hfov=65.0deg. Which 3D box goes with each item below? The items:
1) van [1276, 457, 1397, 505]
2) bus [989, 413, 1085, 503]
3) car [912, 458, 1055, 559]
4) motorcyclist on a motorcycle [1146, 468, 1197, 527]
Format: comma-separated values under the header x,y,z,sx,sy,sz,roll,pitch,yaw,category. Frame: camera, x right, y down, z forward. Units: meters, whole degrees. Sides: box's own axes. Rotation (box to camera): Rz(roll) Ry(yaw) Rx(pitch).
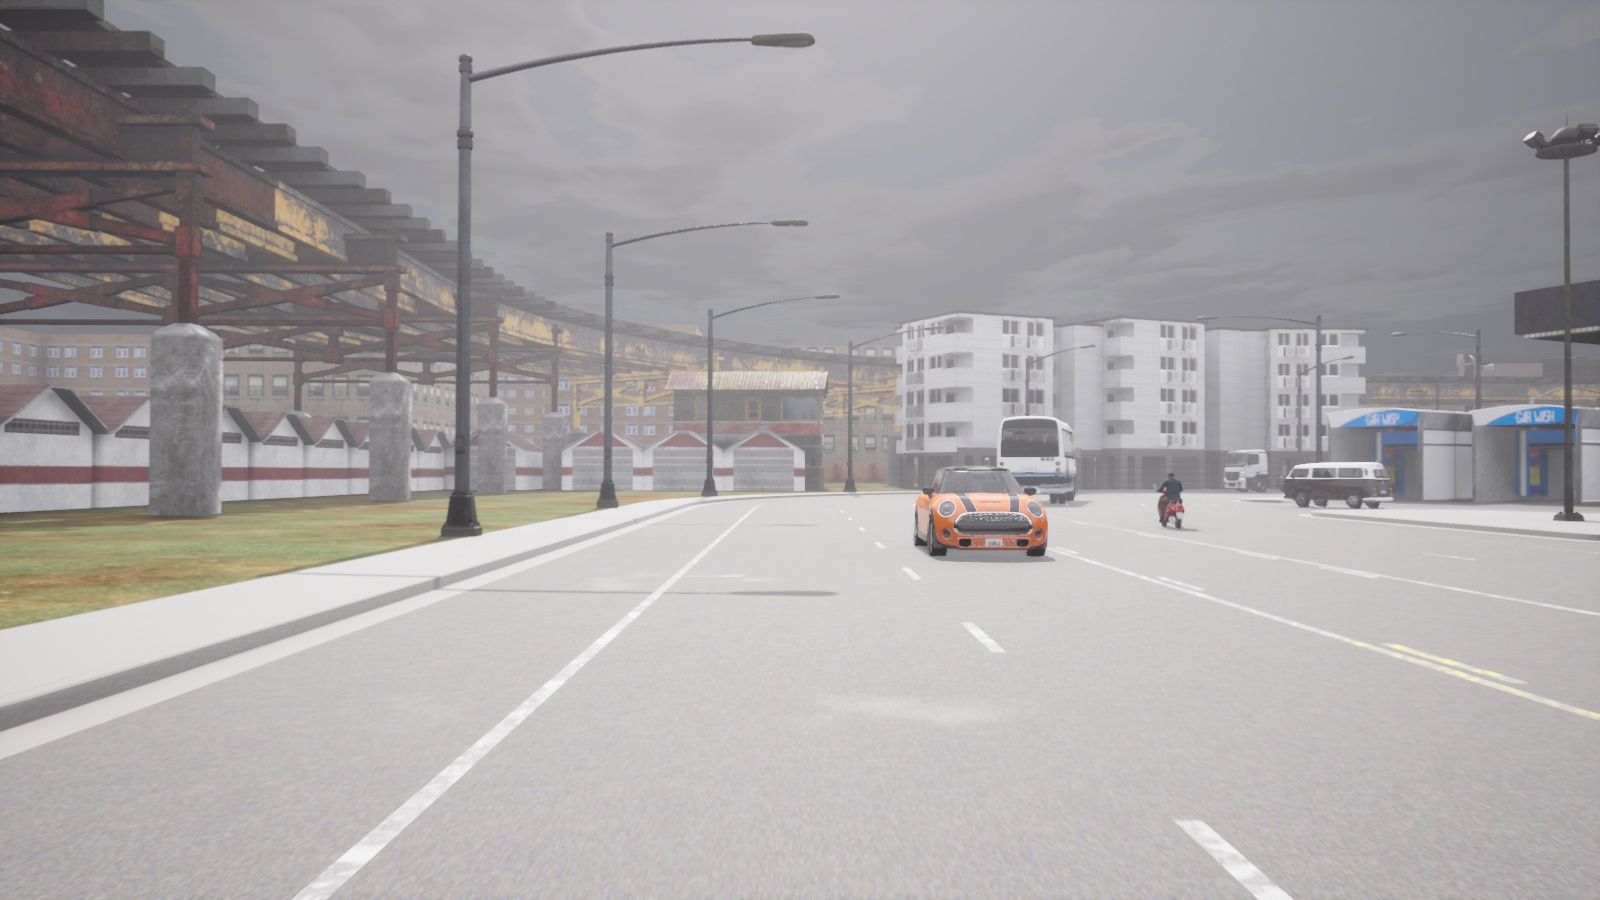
x,y,z,sx,sy,sz,roll,pitch,yaw,category
23.895,1.381,56.067,2.069,2.038,4.480,1,-1,-37,van
12.518,0.483,65.439,3.944,4.253,10.273,-1,-1,16,bus
3.443,1.069,24.449,2.097,1.767,4.553,0,-1,0,car
10.423,1.318,35.323,0.866,1.590,1.817,0,-1,0,motorcyclist on a motorcycle
